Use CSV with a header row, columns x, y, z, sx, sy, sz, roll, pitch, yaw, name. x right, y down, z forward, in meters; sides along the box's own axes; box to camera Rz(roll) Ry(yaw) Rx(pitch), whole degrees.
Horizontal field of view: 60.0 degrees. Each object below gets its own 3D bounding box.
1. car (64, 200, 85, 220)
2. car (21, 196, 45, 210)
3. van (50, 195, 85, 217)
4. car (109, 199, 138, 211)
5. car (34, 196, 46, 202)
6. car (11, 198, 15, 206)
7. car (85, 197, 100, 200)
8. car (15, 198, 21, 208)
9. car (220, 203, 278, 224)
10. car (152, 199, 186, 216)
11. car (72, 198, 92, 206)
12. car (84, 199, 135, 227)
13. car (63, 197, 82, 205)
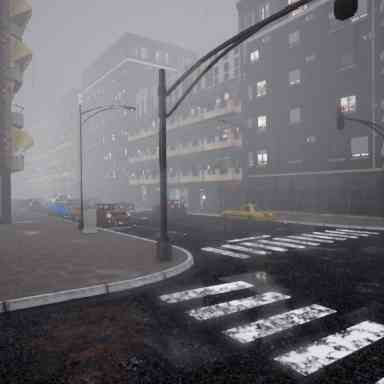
x,y,z,sx,sy,sz,roll,pitch,yaw,name
-9.044,1.652,28.262,1.752,1.417,4.829,-1,1,-36,car
-22.052,1.628,46.384,1.967,1.590,4.097,-1,1,-36,car
-12.373,1.483,32.894,1.690,1.788,3.998,-1,1,-36,van
-8.789,1.581,42.278,2.008,1.369,4.403,-1,1,-36,car
-37.830,1.728,82.744,1.887,1.381,4.507,-1,1,-36,car
-31.731,1.783,59.873,1.887,1.381,4.507,-1,1,-36,car
-15.244,1.502,51.269,1.967,1.590,4.097,-1,1,-36,car
-25.277,1.770,50.881,1.947,1.339,4.313,-1,1,-36,car
4.019,1.498,24.431,1.752,1.417,4.829,-1,1,-36,car
-2.336,1.441,33.284,1.967,1.590,4.097,-1,1,-36,car
-18.469,1.644,55.766,1.947,1.339,4.313,-1,1,-36,car
-5.918,1.553,23.904,1.967,1.590,4.097,-1,1,-36,car
-21.696,1.645,60.263,2.008,1.369,4.403,-1,1,-36,car
